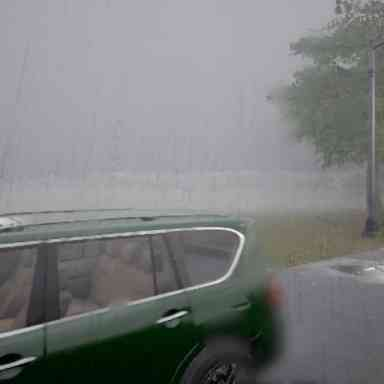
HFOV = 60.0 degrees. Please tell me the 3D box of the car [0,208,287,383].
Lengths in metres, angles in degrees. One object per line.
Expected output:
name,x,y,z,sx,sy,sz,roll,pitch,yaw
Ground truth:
car,-1.583,1.221,2.859,5.566,2.045,2.150,0,0,-35
